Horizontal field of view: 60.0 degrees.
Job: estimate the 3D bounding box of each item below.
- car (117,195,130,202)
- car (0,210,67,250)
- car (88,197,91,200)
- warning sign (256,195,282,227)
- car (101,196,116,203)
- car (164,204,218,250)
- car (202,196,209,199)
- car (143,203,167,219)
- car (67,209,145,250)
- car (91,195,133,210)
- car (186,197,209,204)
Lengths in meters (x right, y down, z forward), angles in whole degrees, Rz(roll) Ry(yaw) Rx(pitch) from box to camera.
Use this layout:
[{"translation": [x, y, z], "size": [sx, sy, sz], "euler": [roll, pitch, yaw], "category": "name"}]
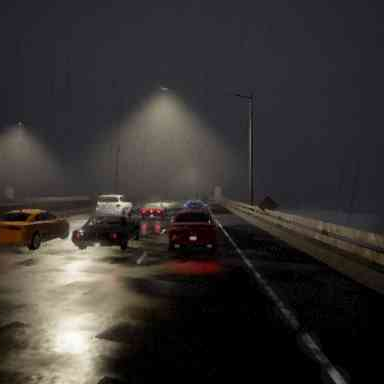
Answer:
[{"translation": [-15.772, 1.570, 77.126], "size": [1.882, 1.535, 5.008], "euler": [0, 0, 2], "category": "car"}, {"translation": [-6.937, 1.493, 14.330], "size": [1.882, 1.535, 5.008], "euler": [0, 0, 0], "category": "car"}, {"translation": [-22.764, 1.650, 77.451], "size": [1.994, 1.385, 4.181], "euler": [0, 0, 2], "category": "car"}, {"translation": [4.659, 1.126, 20.290], "size": [1.300, 1.860, 1.060], "euler": [-1, -1, 1], "category": "warning sign"}, {"translation": [-19.268, 1.620, 77.288], "size": [2.128, 1.511, 4.902], "euler": [0, 0, 2], "category": "car"}, {"translation": [0.062, 1.492, 14.271], "size": [1.882, 1.535, 5.008], "euler": [0, 0, 0], "category": "car"}, {"translation": [3.094, 1.600, 79.825], "size": [1.882, 1.535, 5.008], "euler": [0, 0, 3], "category": "car"}, {"translation": [-3.246, 1.640, 29.255], "size": [1.895, 1.301, 4.718], "euler": [0, 0, 1], "category": "car"}, {"translation": [-3.437, 1.624, 14.330], "size": [1.895, 1.301, 4.718], "euler": [0, 0, 0], "category": "car"}, {"translation": [-6.745, 1.283, 29.317], "size": [2.150, 2.045, 5.566], "euler": [0, 0, 1], "category": "car"}, {"translation": [0.253, 1.508, 29.165], "size": [1.882, 1.535, 5.008], "euler": [0, 0, 1], "category": "car"}]
